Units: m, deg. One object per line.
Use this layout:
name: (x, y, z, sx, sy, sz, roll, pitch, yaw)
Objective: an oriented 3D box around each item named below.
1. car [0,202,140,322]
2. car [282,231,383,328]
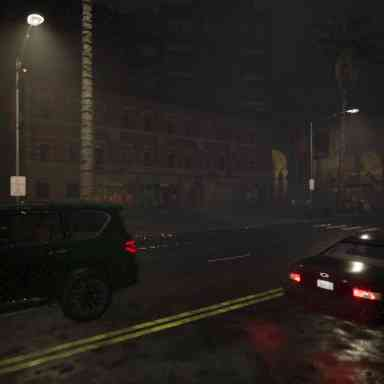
car: (-3.626, 1.221, 5.678, 5.566, 2.045, 2.150, 0, 0, -36)
car: (4.192, 1.547, 6.852, 5.357, 1.411, 2.033, 0, 0, -36)
